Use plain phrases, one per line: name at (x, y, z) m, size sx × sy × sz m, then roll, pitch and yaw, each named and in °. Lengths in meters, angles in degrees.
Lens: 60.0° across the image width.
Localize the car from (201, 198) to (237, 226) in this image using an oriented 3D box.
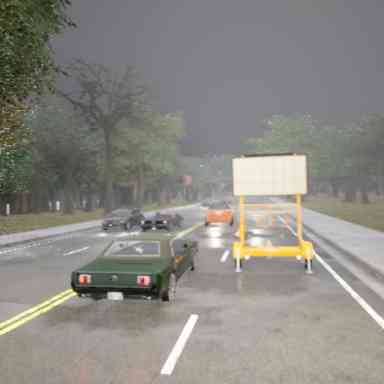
car at (2.319, 1.608, 25.987) m, size 2.097 × 1.767 × 4.553 m, roll -2°, pitch -1°, yaw 11°

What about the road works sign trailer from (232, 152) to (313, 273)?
road works sign trailer at (2.564, 0.538, 10.983) m, size 2.380 × 3.560 × 2.880 m, roll -2°, pitch -1°, yaw 11°

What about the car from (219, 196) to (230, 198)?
car at (6.024, 1.747, 61.695) m, size 2.150 × 2.045 × 5.566 m, roll -2°, pitch 0°, yaw 12°

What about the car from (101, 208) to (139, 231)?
car at (-4.869, 1.928, 24.132) m, size 1.837 × 1.490 × 4.892 m, roll -2°, pitch -1°, yaw 11°

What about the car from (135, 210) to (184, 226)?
car at (-1.905, 1.926, 22.350) m, size 1.895 × 1.301 × 4.718 m, roll -2°, pitch -1°, yaw 11°

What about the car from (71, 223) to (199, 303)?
car at (-1.064, 1.740, 8.619) m, size 1.895 × 1.301 × 4.718 m, roll -2°, pitch -1°, yaw 11°
